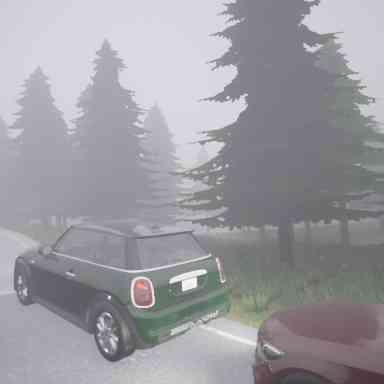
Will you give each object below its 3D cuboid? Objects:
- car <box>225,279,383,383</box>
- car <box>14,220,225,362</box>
[{"bbox_3d":[2.768,1.532,2.584,4.674,1.442,1.812,1,0,36],"label":"car"},{"bbox_3d":[-1.566,1.309,6.198,4.553,1.767,2.097,1,1,44],"label":"car"}]
